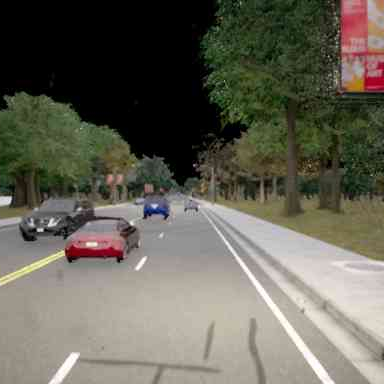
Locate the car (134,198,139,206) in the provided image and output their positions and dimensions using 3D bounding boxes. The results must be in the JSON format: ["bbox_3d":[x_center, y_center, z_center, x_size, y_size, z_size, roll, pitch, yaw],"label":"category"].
[{"bbox_3d":[-10.184,1.960,65.132,1.882,1.535,5.008,0,-1,0],"label":"car"}]

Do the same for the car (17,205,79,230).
[{"bbox_3d":[-9.910,1.691,23.461,2.033,1.411,5.357,0,0,0],"label":"car"}]

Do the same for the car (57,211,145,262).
[{"bbox_3d":[-3.170,1.637,12.514,1.994,1.385,4.181,0,0,0],"label":"car"}]

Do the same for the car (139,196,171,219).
[{"bbox_3d":[-3.255,1.421,31.461,2.150,2.045,5.566,0,0,0],"label":"car"}]

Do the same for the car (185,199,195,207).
[{"bbox_3d":[-0.391,2.024,62.506,1.994,1.385,4.181,0,-1,-1],"label":"car"}]

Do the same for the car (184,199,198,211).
[{"bbox_3d":[-0.110,1.854,45.285,2.033,1.411,5.357,0,0,0],"label":"car"}]

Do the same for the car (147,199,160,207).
[{"bbox_3d":[-6.893,2.000,59.797,1.994,1.385,4.181,0,-1,0],"label":"car"}]

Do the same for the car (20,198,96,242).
[{"bbox_3d":[-6.636,1.325,17.288,2.150,2.045,5.566,0,0,0],"label":"car"}]
